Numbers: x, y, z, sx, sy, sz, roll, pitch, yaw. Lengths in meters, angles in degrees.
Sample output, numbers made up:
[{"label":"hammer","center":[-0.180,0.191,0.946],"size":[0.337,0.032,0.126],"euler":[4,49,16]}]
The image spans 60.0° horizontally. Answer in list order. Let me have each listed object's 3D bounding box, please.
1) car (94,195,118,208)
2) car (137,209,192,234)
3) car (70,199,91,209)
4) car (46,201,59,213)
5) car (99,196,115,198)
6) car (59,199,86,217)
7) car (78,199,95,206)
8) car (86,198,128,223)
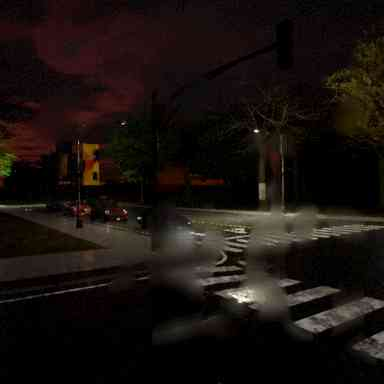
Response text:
[{"label":"car","center":[-15.054,1.653,57.916],"size":[2.150,2.045,5.566],"euler":[-1,0,-35]},{"label":"car","center":[-2.002,1.819,22.046],"size":[2.033,1.411,5.357],"euler":[-1,0,-29]},{"label":"car","center":[-19.674,2.079,58.683],"size":[2.033,1.411,5.357],"euler":[-1,0,-35]},{"label":"car","center":[-18.867,2.035,46.121],"size":[1.882,1.535,5.008],"euler":[-1,0,-35]},{"label":"car","center":[-13.811,1.782,50.373],"size":[2.097,1.767,4.553],"euler":[-1,0,-35]},{"label":"car","center":[-13.110,1.812,37.817],"size":[2.097,1.767,4.553],"euler":[-1,0,-35]},{"label":"car","center":[-21.172,2.100,66.661],"size":[1.994,1.385,4.181],"euler":[-1,0,-35]},{"label":"car","center":[-7.500,1.717,29.798],"size":[2.097,1.767,4.553],"euler":[-1,0,-35]}]
